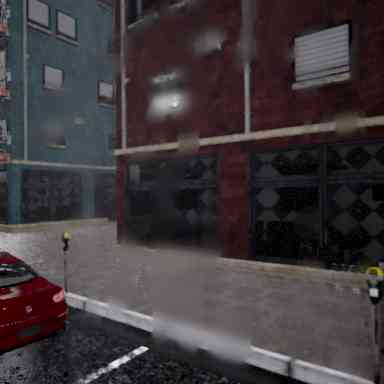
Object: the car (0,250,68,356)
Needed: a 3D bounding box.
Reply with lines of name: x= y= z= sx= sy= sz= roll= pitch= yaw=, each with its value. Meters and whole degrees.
car: x=-3.712 y=1.594 z=5.377 sx=4.206 sy=1.307 sz=1.802 roll=0 pitch=-1 yaw=35
